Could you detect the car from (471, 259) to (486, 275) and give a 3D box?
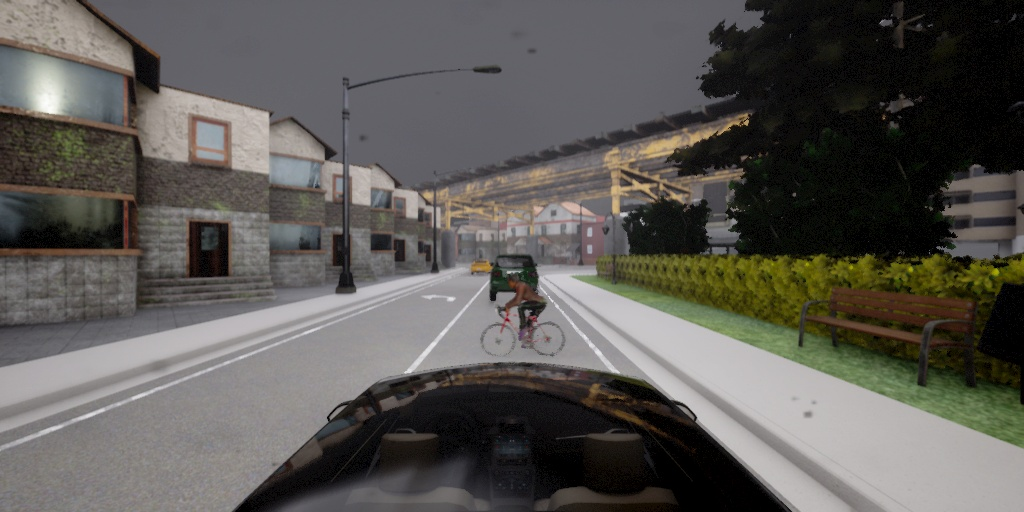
[{"bbox_3d":[-3.055,1.118,37.515,1.882,1.535,5.008,0,0,4],"label":"car"}]

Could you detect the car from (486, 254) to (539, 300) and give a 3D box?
[{"bbox_3d":[0.104,0.923,17.434,2.150,2.045,5.566,0,0,0],"label":"car"}]

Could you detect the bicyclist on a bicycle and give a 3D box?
[{"bbox_3d":[0.202,1.180,6.996,1.656,1.620,0.582,-1,0,0],"label":"bicyclist on a bicycle"}]
